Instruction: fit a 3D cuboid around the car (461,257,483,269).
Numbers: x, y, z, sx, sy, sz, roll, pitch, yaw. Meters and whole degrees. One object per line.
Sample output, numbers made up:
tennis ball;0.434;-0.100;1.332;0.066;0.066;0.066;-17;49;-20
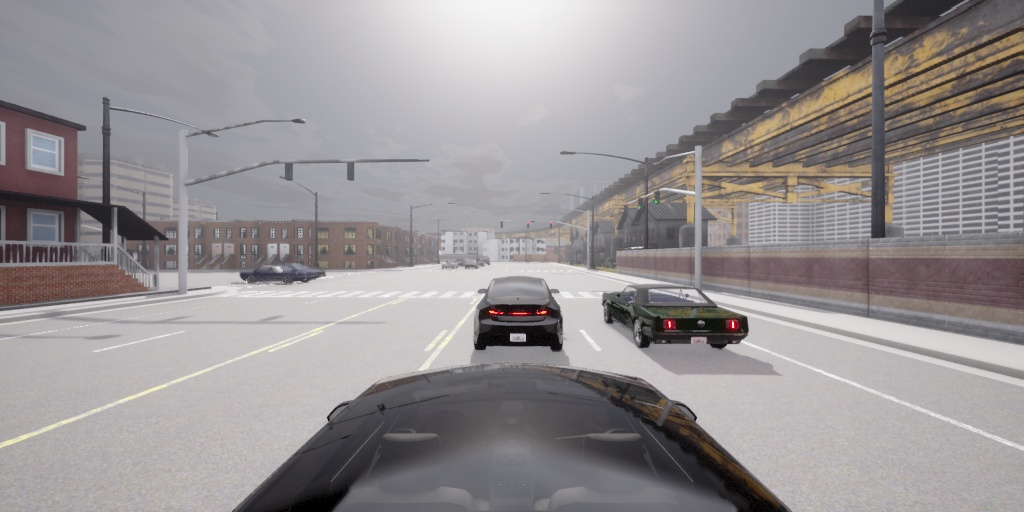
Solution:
car;-6.307;1.297;56.936;2.033;1.411;5.357;0;0;1

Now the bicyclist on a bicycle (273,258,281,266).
bicyclist on a bicycle;-30.543;1.050;46.686;0.582;1.620;1.656;0;0;1

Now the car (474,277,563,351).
car;0.161;1.255;9.015;1.837;1.490;4.892;0;0;1

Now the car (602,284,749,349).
car;3.667;1.351;9.155;1.895;1.301;4.718;0;0;1

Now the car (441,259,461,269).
car;-9.814;1.351;56.664;1.895;1.301;4.718;0;0;2

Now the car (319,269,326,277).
car;-18.684;1.297;30.168;5.357;1.411;2.033;0;0;-1

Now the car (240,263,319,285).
car;-16.871;1.351;25.897;4.718;1.301;1.895;0;0;10
